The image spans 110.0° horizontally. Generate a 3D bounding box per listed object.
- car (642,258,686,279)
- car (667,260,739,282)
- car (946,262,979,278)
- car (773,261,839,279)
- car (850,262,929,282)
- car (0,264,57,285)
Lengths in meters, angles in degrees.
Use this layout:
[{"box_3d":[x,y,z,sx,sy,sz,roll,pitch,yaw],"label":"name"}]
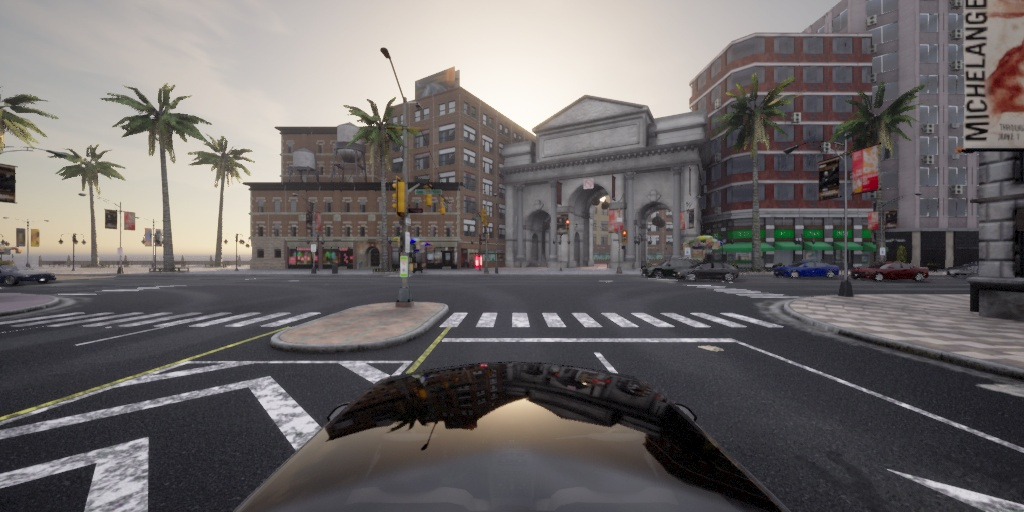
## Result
[{"box_3d":[14.126,1.101,32.154,4.553,1.767,2.097,0,0,0],"label":"car"},{"box_3d":[15.405,1.255,28.644,4.892,1.490,1.837,0,0,0],"label":"car"},{"box_3d":[41.478,1.241,31.560,4.902,1.511,2.128,0,0,4],"label":"car"},{"box_3d":[26.194,1.228,32.040,5.008,1.535,1.882,0,0,1],"label":"car"},{"box_3d":[29.888,1.228,28.495,5.008,1.535,1.882,-1,0,1],"label":"car"},{"box_3d":[-35.828,1.297,25.337,5.357,1.411,2.033,0,0,0],"label":"car"}]
